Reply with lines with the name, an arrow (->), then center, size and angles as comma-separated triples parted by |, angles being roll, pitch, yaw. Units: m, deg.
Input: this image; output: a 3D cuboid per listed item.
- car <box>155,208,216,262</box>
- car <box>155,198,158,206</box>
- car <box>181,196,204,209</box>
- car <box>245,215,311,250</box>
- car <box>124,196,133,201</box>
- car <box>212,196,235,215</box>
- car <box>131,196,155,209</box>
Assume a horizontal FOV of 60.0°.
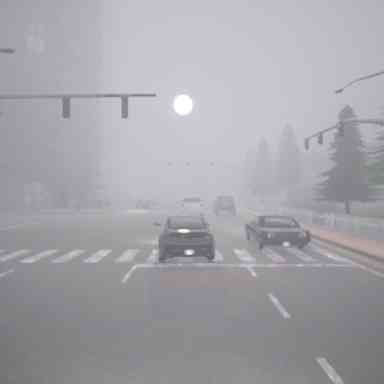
car -> -0.350, 1.572, 12.452 | 1.837, 1.490, 4.892 | 0, 0, -6
car -> -7.481, 1.890, 64.415 | 2.033, 1.411, 5.357 | 0, 0, -6
car -> 0.041, 1.411, 33.606 | 2.150, 2.045, 5.566 | 0, 0, 0
car -> 3.575, 1.680, 14.826 | 1.895, 1.301, 4.718 | 0, 0, 0
car -> -13.997, 1.604, 78.089 | 2.097, 1.767, 4.553 | 0, 0, -43
car -> 3.540, 1.420, 37.298 | 2.150, 2.045, 5.566 | 0, 0, 0
car -> -7.158, 1.751, 49.038 | 2.128, 1.511, 4.902 | 0, 0, 0
